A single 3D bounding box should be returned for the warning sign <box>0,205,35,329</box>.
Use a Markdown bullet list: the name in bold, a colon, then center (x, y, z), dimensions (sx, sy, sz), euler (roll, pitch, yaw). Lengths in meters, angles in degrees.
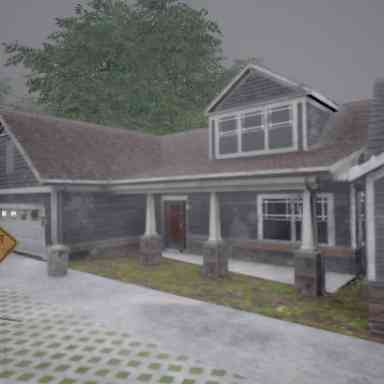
- **warning sign**: center (-3.406, 1.160, 5.274), dimensions (1.060, 1.860, 1.300), euler (-1, 0, 38)
